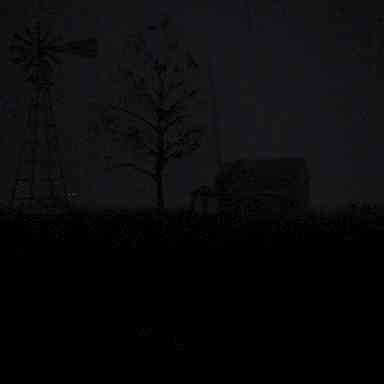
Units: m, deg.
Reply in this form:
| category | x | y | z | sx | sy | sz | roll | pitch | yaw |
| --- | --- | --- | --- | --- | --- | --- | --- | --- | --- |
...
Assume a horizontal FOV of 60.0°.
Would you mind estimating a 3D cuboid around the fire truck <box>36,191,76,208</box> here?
| category | x | y | z | sx | sy | sz | roll | pitch | yaw |
| --- | --- | --- | --- | --- | --- | --- | --- | --- | --- |
| fire truck | -30.622 | 1.742 | 75.180 | 2.891 | 3.827 | 8.468 | 0 | -1 | 35 |
